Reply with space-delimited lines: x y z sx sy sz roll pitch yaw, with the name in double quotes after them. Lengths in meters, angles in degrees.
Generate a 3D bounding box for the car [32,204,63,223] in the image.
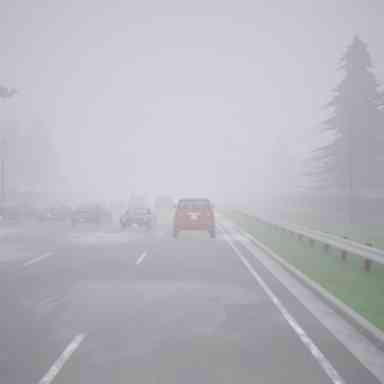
-10.397 1.654 26.156 1.994 1.385 4.181 0 0 0 "car"

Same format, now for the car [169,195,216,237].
0.103 1.287 18.492 2.150 2.045 5.566 0 0 0 "car"

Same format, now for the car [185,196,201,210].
0.108 1.511 46.773 2.097 1.767 4.553 0 0 0 "car"

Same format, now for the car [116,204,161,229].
-3.396 1.676 21.987 1.895 1.301 4.718 0 0 0 "car"

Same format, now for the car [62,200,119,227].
-6.897 1.572 23.296 2.128 1.511 4.902 0 0 0 "car"

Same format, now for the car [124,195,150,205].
-6.893 1.371 43.422 2.150 2.045 5.566 0 0 0 "car"

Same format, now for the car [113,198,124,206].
-10.392 1.654 47.458 2.128 1.511 4.902 0 0 0 "car"

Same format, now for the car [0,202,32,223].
-13.896 1.598 26.686 1.837 1.490 4.892 0 0 0 "car"

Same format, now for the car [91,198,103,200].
-13.891 1.644 48.927 1.882 1.535 5.008 0 0 0 "car"

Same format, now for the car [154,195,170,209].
-3.393 1.364 41.340 2.150 2.045 5.566 0 0 0 "car"
